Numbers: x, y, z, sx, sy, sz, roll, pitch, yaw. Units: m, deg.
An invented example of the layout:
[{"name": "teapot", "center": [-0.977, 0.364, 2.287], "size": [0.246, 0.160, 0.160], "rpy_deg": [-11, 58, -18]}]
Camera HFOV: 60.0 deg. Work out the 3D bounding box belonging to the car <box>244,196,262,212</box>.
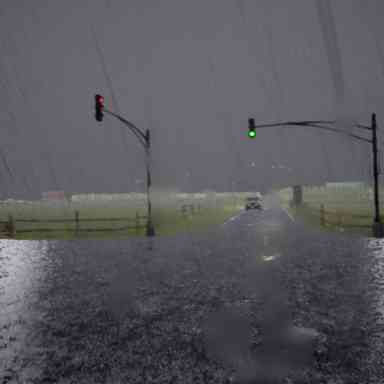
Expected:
[{"name": "car", "center": [8.473, 1.601, 45.831], "size": [2.150, 2.045, 5.566], "rpy_deg": [-2, -1, 13]}]
